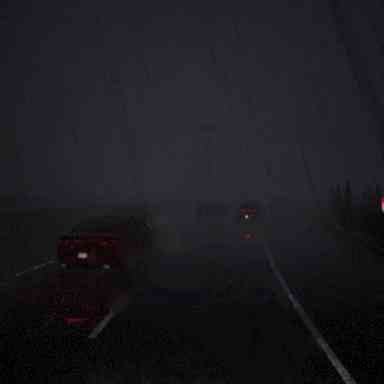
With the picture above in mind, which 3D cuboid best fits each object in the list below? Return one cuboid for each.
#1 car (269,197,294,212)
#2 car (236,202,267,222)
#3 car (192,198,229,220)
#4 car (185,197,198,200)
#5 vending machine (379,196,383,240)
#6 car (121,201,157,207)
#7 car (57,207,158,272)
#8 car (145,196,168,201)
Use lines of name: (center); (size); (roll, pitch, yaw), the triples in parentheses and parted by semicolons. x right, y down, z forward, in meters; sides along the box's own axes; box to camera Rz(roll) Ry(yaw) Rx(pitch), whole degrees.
car: (10.940, 1.391, 40.533); (2.097, 1.767, 4.553); (0, 0, 28)
car: (4.706, 1.523, 26.316); (1.837, 1.490, 4.892); (0, 0, 18)
car: (1.834, 1.485, 28.754); (1.882, 1.535, 5.008); (0, 0, 19)
car: (0.006, 1.549, 56.659); (2.033, 1.411, 5.357); (0, 0, 34)
vending machine: (9.755, 1.230, 16.010); (1.100, 2.100, 0.880); (0, 0, 13)
car: (-3.921, 1.551, 21.742); (1.994, 1.385, 4.181); (0, 0, 14)
car: (-2.471, 1.470, 10.936); (1.882, 1.535, 5.008); (0, 0, 7)
car: (-5.733, 1.475, 54.034); (2.128, 1.511, 4.902); (0, 0, 31)
